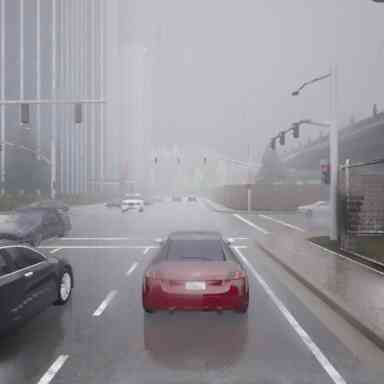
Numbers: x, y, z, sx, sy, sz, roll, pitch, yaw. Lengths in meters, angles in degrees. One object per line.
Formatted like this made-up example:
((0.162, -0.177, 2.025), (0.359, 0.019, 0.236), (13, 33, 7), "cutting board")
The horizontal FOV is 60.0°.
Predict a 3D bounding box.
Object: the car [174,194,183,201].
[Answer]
((-3.491, 1.386, 84.669), (2.128, 1.511, 4.902), (0, 0, 0), "car")

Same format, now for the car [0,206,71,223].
((-7.097, 1.554, 14.955), (2.033, 1.411, 5.357), (0, 0, 0), "car")

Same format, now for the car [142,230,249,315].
((0.073, 1.564, 7.654), (1.994, 1.385, 4.181), (0, 0, 0), "car")

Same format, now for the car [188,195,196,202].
((0.016, 1.478, 74.791), (1.882, 1.535, 5.008), (0, 0, 0), "car")

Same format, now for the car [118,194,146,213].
((-6.634, 1.238, 37.180), (2.150, 2.045, 5.566), (0, 0, -7), "car")

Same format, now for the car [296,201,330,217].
((12.370, 1.581, 31.754), (4.674, 1.442, 1.812), (0, 0, -3), "car")

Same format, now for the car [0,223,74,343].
((-3.441, 1.505, 5.198), (1.837, 1.490, 4.892), (0, 0, 0), "car")

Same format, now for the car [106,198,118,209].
((-10.598, 1.547, 46.648), (2.033, 1.411, 5.357), (0, 0, 0), "car")

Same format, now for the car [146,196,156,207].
((-7.088, 1.505, 51.481), (1.837, 1.490, 4.892), (0, 0, 0), "car")

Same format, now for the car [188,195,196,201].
((0.009, 1.478, 85.198), (1.882, 1.535, 5.008), (0, 0, 0), "car")

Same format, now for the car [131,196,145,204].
((-10.525, 1.506, 64.991), (1.837, 1.490, 4.892), (0, 0, 1), "car")

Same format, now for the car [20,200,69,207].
((-14.678, 1.553, 33.034), (4.892, 1.490, 1.837), (0, 4, -30), "car")

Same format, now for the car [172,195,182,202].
((-3.492, 1.495, 74.245), (1.837, 1.490, 4.892), (0, 0, 0), "car")

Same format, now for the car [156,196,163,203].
((-6.993, 1.525, 69.195), (1.812, 1.442, 4.674), (0, 0, 0), "car")
